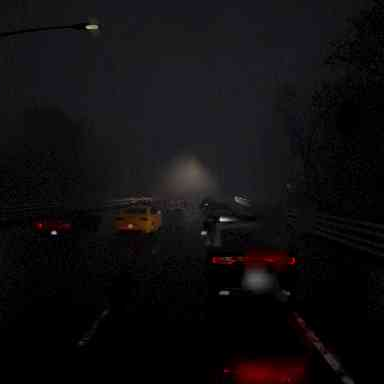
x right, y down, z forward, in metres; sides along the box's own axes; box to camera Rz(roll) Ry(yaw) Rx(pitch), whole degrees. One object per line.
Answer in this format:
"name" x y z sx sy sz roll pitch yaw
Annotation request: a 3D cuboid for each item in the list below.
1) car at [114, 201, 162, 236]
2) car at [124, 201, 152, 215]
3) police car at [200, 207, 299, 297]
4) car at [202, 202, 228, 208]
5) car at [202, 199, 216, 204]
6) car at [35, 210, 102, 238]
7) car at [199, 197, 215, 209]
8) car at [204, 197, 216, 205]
"car" -2.839 1.481 18.365 1.882 1.535 5.008 0 0 2
"car" -5.521 1.613 34.824 1.895 1.301 4.718 0 0 3
"police car" 1.267 1.426 8.773 1.930 1.638 5.238 0 0 2
"car" 1.598 1.530 18.533 1.812 1.442 4.674 0 0 2
"car" 1.858 1.512 24.451 1.837 1.490 4.892 0 0 3
"car" -6.370 1.603 17.817 1.895 1.301 4.718 0 0 2
"car" 2.079 1.588 45.249 1.994 1.385 4.181 0 0 5
"car" 3.373 1.593 60.820 2.033 1.411 5.357 0 0 6
